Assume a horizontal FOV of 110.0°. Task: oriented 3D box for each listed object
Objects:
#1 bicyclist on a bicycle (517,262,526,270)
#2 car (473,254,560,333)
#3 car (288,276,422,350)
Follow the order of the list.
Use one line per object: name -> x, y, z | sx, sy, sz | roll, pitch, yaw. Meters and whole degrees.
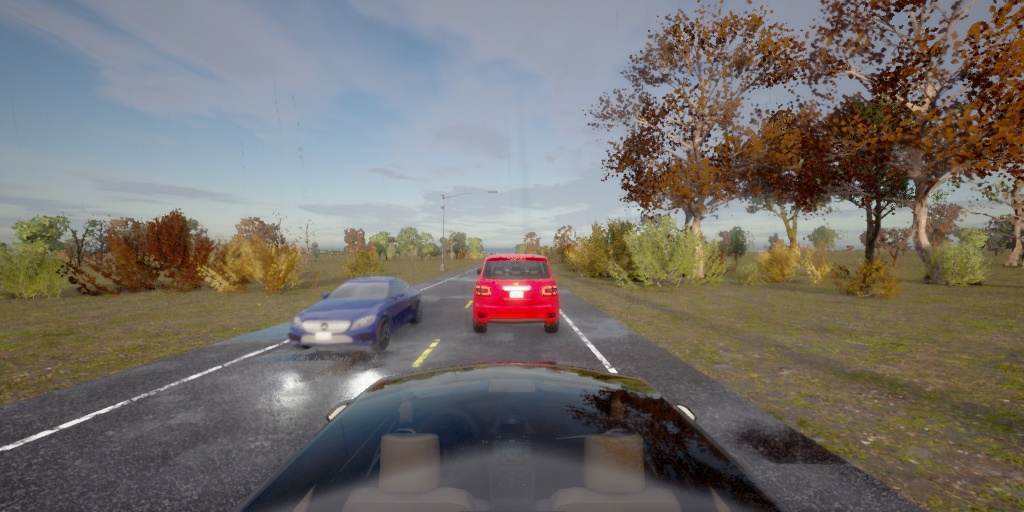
bicyclist on a bicycle -> 0.880, 1.109, 30.010 | 0.659, 1.776, 1.843 | 0, 0, 0
car -> 0.085, 0.968, 10.831 | 2.150, 2.045, 5.566 | 0, 0, -1
car -> -3.609, 1.273, 9.184 | 1.812, 1.442, 4.674 | 0, 0, 0
